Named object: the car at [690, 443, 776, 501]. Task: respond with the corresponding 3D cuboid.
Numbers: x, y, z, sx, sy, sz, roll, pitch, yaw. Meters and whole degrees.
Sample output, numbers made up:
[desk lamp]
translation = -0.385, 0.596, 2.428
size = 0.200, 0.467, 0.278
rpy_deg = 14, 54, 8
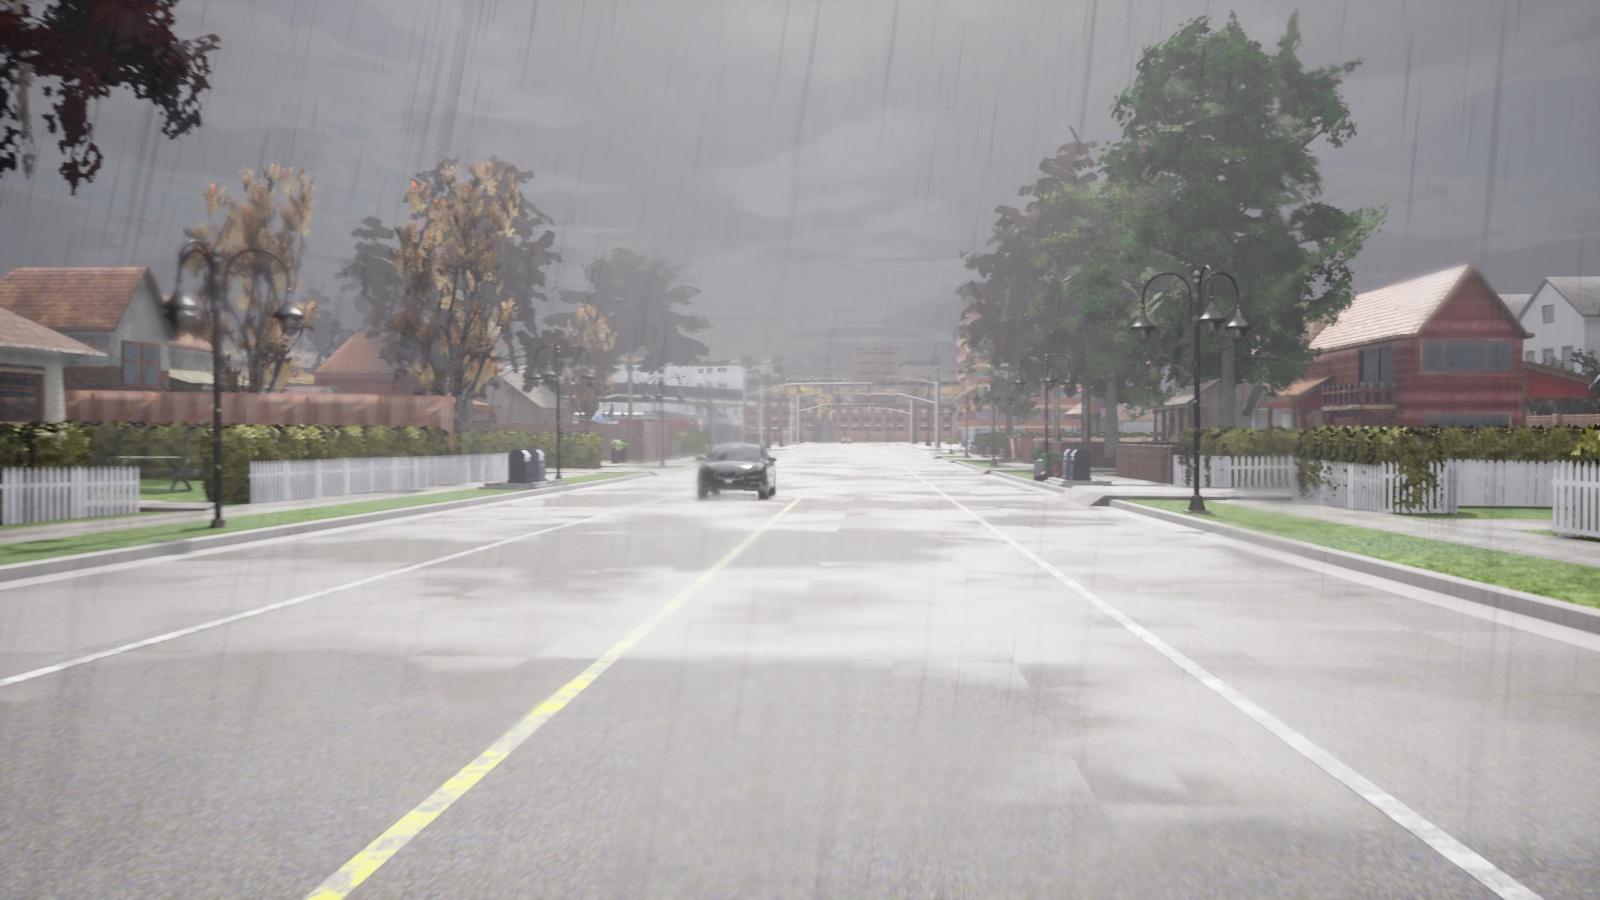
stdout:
[car]
translation = -1.759, 0.547, 34.436
size = 1.837, 1.490, 4.892
rpy_deg = 0, 0, 3
